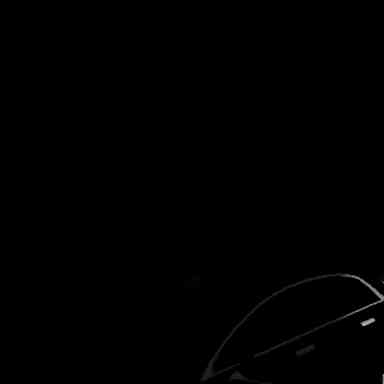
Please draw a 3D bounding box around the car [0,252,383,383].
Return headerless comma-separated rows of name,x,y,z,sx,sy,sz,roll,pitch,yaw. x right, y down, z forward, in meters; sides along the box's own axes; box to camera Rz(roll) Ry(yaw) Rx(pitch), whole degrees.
car,0.479,1.503,3.455,4.892,1.490,1.837,0,0,-34
